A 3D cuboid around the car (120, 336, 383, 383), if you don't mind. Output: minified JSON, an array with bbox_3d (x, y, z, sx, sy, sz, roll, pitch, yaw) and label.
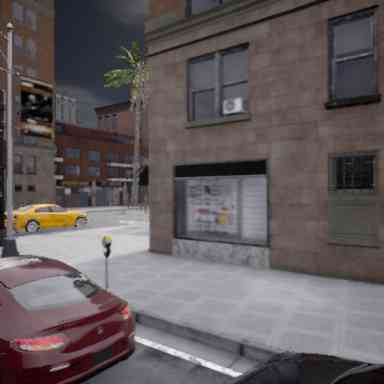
[{"bbox_3d":[1.911,1.566,1.486,4.313,1.339,1.947,0,0,36],"label":"car"}]

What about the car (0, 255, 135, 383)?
[{"bbox_3d":[-2.635,1.585,4.730,4.206,1.307,1.802,0,0,36],"label":"car"}]

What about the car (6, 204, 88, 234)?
[{"bbox_3d":[-8.454,1.466,19.469,1.882,1.535,5.008,-1,-1,35],"label":"car"}]
